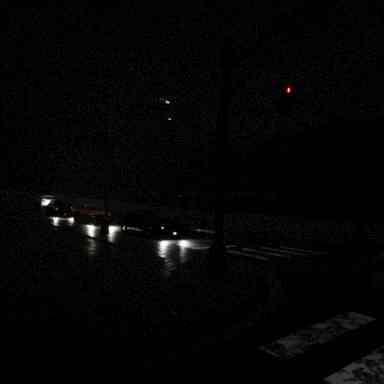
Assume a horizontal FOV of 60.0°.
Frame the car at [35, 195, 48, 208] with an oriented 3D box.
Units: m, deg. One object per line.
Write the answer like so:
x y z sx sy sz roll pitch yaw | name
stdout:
-23.602 1.546 53.571 2.150 2.045 5.566 4 -1 -36 | car

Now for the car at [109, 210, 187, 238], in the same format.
-2.511 1.759 19.211 2.033 1.411 5.357 4 -3 -38 | car

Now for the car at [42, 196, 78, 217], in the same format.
-14.084 1.677 35.419 2.097 1.767 4.553 4 -2 -35 | car

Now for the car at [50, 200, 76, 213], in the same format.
-17.730 1.938 45.439 2.128 1.511 4.902 4 -2 -35 | car

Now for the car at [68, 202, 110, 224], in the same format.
-8.232 1.768 27.243 1.882 1.535 5.008 4 -3 -36 | car
